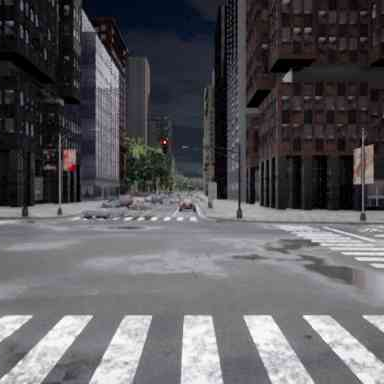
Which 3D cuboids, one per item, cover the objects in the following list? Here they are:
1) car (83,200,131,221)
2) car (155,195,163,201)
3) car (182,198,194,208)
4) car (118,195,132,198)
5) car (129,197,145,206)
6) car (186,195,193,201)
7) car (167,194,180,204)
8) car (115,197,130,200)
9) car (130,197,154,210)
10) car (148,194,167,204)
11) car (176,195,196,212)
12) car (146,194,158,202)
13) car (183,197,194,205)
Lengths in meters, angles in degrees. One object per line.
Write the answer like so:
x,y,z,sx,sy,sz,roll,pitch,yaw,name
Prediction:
-6.957,1.566,27.239,1.895,1.301,4.718,0,0,11,car
-9.253,1.644,93.412,1.887,1.381,4.507,0,0,0,car
-0.555,1.587,50.034,1.802,1.307,4.206,0,0,0,car
-9.059,1.311,44.579,2.192,1.841,5.009,0,0,0,car
-9.101,1.540,55.261,1.752,1.417,4.829,0,0,0,car
-0.729,1.644,93.434,1.887,1.381,4.507,0,0,0,car
-3.378,1.636,65.788,1.895,1.301,4.718,0,0,0,car
-9.036,1.553,39.153,1.947,1.339,4.313,0,0,0,car
-6.380,1.592,42.073,1.895,1.301,4.718,0,0,0,car
-6.414,1.575,62.179,2.033,1.411,5.357,0,0,0,car
-0.512,1.427,39.185,1.967,1.590,4.097,0,0,0,car
-9.189,1.375,77.135,2.192,1.841,5.009,0,0,0,car
-0.598,1.570,60.884,1.887,1.381,4.507,0,0,0,car
